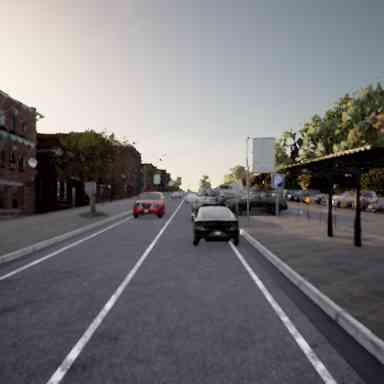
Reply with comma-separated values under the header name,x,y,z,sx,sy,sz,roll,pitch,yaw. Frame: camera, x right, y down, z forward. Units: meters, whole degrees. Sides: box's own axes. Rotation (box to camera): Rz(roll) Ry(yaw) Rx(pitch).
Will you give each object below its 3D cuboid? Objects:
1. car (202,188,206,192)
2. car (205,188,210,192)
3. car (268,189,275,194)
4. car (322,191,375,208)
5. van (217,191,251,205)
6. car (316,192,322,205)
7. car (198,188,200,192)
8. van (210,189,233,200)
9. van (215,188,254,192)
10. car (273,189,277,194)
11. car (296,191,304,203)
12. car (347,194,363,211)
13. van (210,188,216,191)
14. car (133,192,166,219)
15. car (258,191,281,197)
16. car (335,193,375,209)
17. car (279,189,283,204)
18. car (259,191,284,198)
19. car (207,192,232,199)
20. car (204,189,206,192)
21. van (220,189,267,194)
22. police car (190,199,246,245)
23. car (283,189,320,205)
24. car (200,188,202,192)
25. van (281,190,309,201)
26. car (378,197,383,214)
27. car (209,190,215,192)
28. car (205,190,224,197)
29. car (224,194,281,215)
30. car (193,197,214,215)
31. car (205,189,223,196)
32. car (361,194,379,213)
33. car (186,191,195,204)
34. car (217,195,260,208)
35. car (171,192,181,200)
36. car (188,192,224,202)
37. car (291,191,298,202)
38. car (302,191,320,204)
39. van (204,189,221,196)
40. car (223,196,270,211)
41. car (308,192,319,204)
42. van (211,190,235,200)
name,x,y,z,sx,sy,sz,roll,pitch,yaw
car,5.650,0.272,77.443,5.566,2.045,2.435,0,1,0
car,5.671,0.582,60.625,5.566,2.045,2.435,0,1,0
car,18.800,0.471,66.757,5.566,2.045,2.435,0,1,0
car,18.778,0.888,38.998,5.566,2.045,2.435,0,1,0
van,5.834,0.825,46.606,4.442,1.987,1.878,0,1,0
car,18.797,1.111,41.775,4.892,1.521,2.231,0,1,0
car,0.006,0.602,65.683,2.097,1.767,4.553,0,1,0
van,5.809,0.504,66.232,4.442,1.987,1.878,0,1,0
van,5.604,0.860,43.805,4.442,1.987,1.878,0,1,0
car,18.961,0.770,63.986,5.366,1.575,1.946,0,1,0
car,18.763,1.039,50.102,4.792,1.488,2.163,0,1,0
car,18.819,1.197,33.450,5.008,1.535,2.097,0,1,0
van,5.820,0.659,57.826,4.442,1.987,1.878,0,1,0
car,-3.346,0.999,27.053,2.150,2.045,5.566,0,1,0
car,18.759,0.467,80.639,4.892,1.521,2.231,0,1,0
car,18.815,1.168,36.225,5.008,1.535,2.097,0,1,0
car,18.810,0.624,58.431,5.566,2.045,2.435,0,1,0
car,18.572,0.514,77.862,5.366,1.575,1.946,0,1,0
car,5.682,0.679,69.040,4.892,1.521,2.231,0,1,0
car,5.679,0.615,74.646,4.674,1.452,2.002,0,1,0
van,5.845,0.920,38.195,4.442,1.987,1.878,0,1,0
police car,0.977,1.328,15.181,1.930,1.638,5.238,0,1,0
car,18.757,0.670,55.655,5.566,2.045,2.435,0,1,0
car,5.651,0.213,94.264,5.008,1.535,2.097,0,1,0
van,18.895,0.598,61.208,4.442,1.987,1.878,0,1,0
car,18.850,1.286,27.899,4.792,1.488,2.163,0,1,0
car,5.713,0.931,55.022,4.892,1.521,2.231,0,1,0
car,5.640,0.294,83.051,4.553,1.767,2.185,0,1,0
car,5.550,1.202,32.591,5.366,1.575,1.946,0,1,0
car,0.978,1.239,31.091,1.837,1.490,4.892,0,1,0
car,5.636,0.243,85.854,4.553,1.767,2.185,0,1,0
car,18.824,1.228,30.674,4.892,1.521,2.231,0,1,0
car,0.007,1.004,50.843,1.812,1.442,4.674,0,1,0
car,5.719,1.116,41.000,5.008,1.535,2.097,0,1,0
car,-3.247,0.725,67.483,1.812,1.442,4.674,0,1,0
car,0.977,1.151,25.053,2.097,1.767,4.553,0,1,0
car,18.818,0.995,52.885,4.792,1.488,2.163,0,1,0
car,18.981,1.040,47.330,5.366,1.575,1.946,0,1,0
van,5.544,0.039,91.458,4.442,1.987,1.878,0,1,0
car,5.734,1.216,35.395,4.674,1.452,2.002,0,1,0
car,18.794,1.077,44.553,5.008,1.535,2.097,0,1,0
van,5.813,0.556,63.430,4.442,1.987,1.878,0,1,0
